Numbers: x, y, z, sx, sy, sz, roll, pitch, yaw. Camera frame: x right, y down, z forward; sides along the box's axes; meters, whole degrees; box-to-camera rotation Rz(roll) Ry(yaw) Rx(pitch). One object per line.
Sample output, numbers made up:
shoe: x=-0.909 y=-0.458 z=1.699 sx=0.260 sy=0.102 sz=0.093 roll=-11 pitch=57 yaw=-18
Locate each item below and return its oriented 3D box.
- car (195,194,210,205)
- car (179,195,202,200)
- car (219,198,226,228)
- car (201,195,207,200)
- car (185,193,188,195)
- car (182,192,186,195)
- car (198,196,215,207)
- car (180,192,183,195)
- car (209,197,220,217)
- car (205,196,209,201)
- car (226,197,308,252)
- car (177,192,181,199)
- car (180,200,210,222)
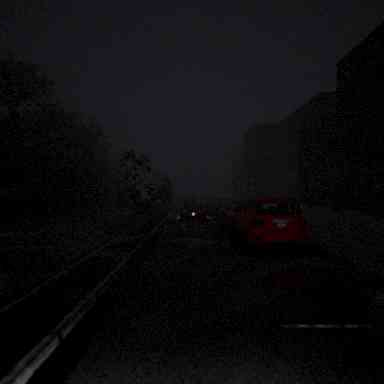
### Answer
car: x=1.836 y=1.297 z=58.468 sx=2.185 sy=1.767 sz=4.553 roll=0 pitch=0 yaw=-4
car: x=-0.273 y=1.459 z=42.759 sx=2.128 sy=1.511 sz=4.902 roll=0 pitch=0 yaw=-2
car: x=3.051 y=1.348 z=19.459 sx=2.185 sy=1.767 sz=4.553 roll=0 pitch=0 yaw=0
car: x=2.519 y=1.485 z=47.386 sx=2.002 sy=1.452 sz=4.674 roll=0 pitch=0 yaw=-3
car: x=0.243 y=1.377 z=75.099 sx=2.097 sy=1.535 sz=5.008 roll=0 pitch=0 yaw=-6
car: x=-0.413 y=1.359 z=80.629 sx=2.097 sy=1.535 sz=5.008 roll=0 pitch=0 yaw=-7
car: x=2.221 y=1.464 z=52.981 sx=2.163 sy=1.488 sz=4.792 roll=0 pitch=0 yaw=-3
car: x=-1.187 y=1.333 z=86.330 sx=1.946 sy=1.575 sz=5.366 roll=0 pitch=0 yaw=-8
car: x=3.053 y=1.341 z=30.558 sx=2.185 sy=1.767 sz=4.553 roll=1 pitch=0 yaw=0
car: x=2.936 y=1.490 z=36.180 sx=2.163 sy=1.488 sz=4.792 roll=0 pitch=0 yaw=-1
car: x=3.051 y=1.226 z=13.973 sx=2.435 sy=2.045 sz=5.566 roll=0 pitch=0 yaw=0
car: x=-2.035 y=1.305 z=91.830 sx=1.946 sy=1.575 sz=5.366 roll=0 pitch=0 yaw=-9
car: x=0.090 y=1.551 z=25.959 sx=1.994 sy=1.385 sz=4.181 roll=0 pitch=0 yaw=0
